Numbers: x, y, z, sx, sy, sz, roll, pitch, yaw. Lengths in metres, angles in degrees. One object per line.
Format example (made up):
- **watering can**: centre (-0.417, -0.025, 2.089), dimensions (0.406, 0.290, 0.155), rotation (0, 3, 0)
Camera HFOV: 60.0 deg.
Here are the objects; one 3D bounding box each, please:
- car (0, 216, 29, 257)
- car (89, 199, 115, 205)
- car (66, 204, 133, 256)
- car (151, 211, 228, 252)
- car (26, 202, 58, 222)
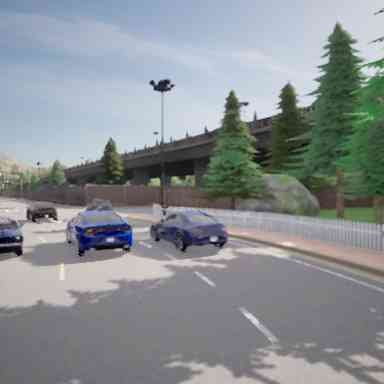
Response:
- **car**: centre (-7.473, 1.631, 12.627), dimensions (1.895, 1.301, 4.718), rotation (0, 0, -29)
- **car**: centre (-7.939, 1.365, 29.244), dimensions (2.097, 1.767, 4.553), rotation (0, 0, -12)
- **car**: centre (-3.884, 1.483, 13.493), dimensions (1.882, 1.535, 5.008), rotation (0, 0, -27)
- **car**: centre (-0.233, 1.506, 13.918), dimensions (1.812, 1.442, 4.674), rotation (0, 0, -26)
- **car**: centre (-12.316, 1.568, 27.244), dimensions (1.837, 1.490, 4.892), rotation (-1, 1, -33)
